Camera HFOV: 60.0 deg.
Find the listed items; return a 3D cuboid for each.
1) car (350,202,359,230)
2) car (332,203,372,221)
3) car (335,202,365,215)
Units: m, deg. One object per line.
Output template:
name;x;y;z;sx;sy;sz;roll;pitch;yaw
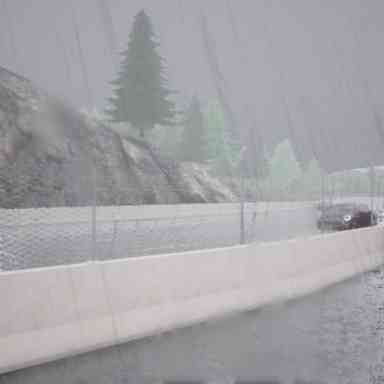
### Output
car;9.847;1.514;21.089;4.553;1.767;2.097;1;0;-42
car;14.664;1.761;30.384;4.674;1.442;1.812;1;0;-45
car;19.035;1.909;39.936;1.895;1.301;4.718;0;0;42
